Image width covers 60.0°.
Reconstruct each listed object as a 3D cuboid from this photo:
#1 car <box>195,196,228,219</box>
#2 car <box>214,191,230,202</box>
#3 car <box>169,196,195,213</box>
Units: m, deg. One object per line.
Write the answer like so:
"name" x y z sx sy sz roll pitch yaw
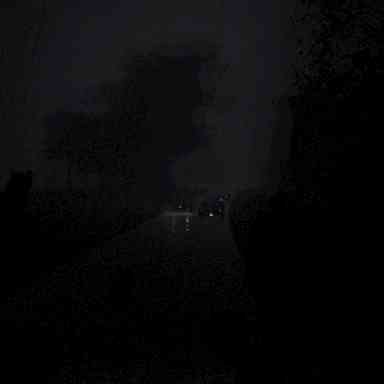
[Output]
"car" 1.605 1.263 25.903 1.895 1.301 4.718 0 2 6
"car" 3.926 0.508 42.808 1.895 1.301 4.718 1 3 9
"car" -0.770 1.036 30.449 1.994 1.385 4.181 2 2 7
